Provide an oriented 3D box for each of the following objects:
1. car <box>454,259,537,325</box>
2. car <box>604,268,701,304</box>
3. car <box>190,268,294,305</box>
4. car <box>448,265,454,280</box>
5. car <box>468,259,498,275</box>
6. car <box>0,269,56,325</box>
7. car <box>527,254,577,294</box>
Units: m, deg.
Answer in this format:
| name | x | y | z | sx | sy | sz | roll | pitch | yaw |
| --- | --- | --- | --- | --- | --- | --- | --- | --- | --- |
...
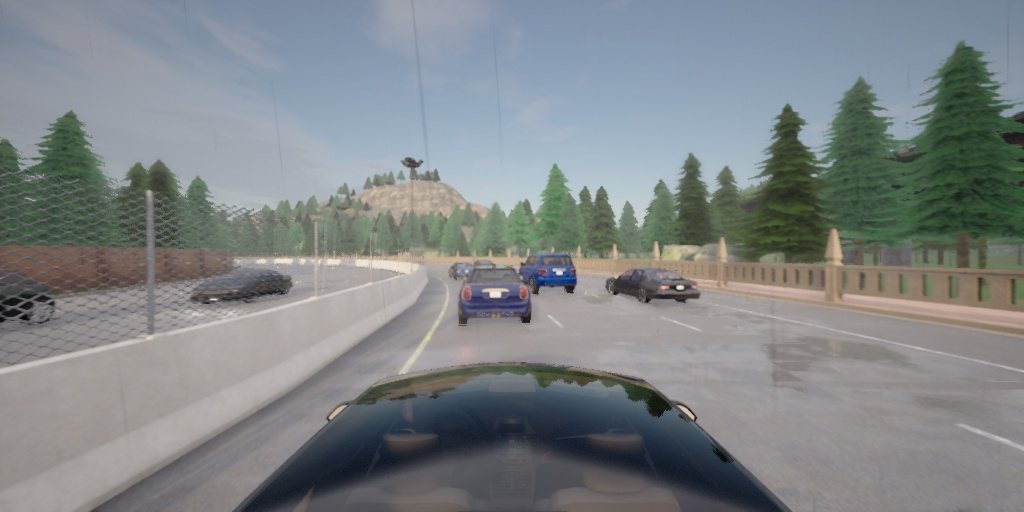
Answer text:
| name | x | y | z | sx | sy | sz | roll | pitch | yaw |
| --- | --- | --- | --- | --- | --- | --- | --- | --- | --- |
| car | -0.654 | 1.065 | 11.904 | 2.097 | 1.767 | 4.553 | 0 | 0 | -5 |
| car | 5.958 | 1.223 | 15.945 | 2.033 | 1.411 | 5.357 | 0 | 0 | -8 |
| car | -12.015 | 1.282 | 16.523 | 2.033 | 1.411 | 5.357 | 0 | 0 | -10 |
| car | -4.175 | 1.204 | 29.871 | 2.033 | 1.411 | 5.357 | 0 | 0 | -16 |
| car | -3.137 | 1.100 | 37.703 | 1.882 | 1.535 | 5.008 | 0 | 0 | -20 |
| car | -14.546 | 1.124 | 8.689 | 2.097 | 1.767 | 4.553 | 0 | 0 | -6 |
| car | 1.789 | 0.896 | 19.759 | 2.150 | 2.045 | 5.566 | 0 | 0 | -10 |
